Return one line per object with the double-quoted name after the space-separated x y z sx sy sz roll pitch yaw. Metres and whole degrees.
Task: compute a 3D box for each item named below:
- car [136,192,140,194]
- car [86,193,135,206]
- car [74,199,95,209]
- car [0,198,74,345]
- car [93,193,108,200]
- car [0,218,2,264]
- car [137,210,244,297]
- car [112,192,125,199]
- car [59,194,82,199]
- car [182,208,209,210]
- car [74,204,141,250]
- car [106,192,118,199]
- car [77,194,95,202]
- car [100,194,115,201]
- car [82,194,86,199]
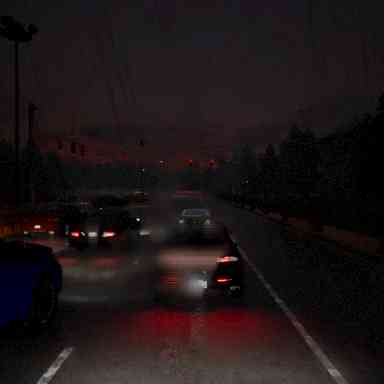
-13.545 0.978 74.491 1.812 1.442 4.674 0 0 0 "car"
-10.134 1.192 41.429 4.902 1.511 2.128 0 1 -45 "car"
-6.831 1.360 17.152 1.882 1.535 5.008 0 0 0 "car"
-3.385 1.205 3.563 2.150 2.045 5.566 0 0 0 "car"
-20.542 0.929 74.950 1.882 1.535 5.008 0 0 0 "car"
-6.876 1.513 8.167 1.994 1.385 4.181 0 0 1 "car"
0.132 1.439 8.417 2.128 1.511 4.902 0 0 0 "car"
-17.026 0.787 77.485 2.097 1.767 4.553 0 0 0 "car"
-20.740 1.072 55.675 1.882 1.535 5.008 0 0 2 "car"
0.186 1.478 17.747 1.895 1.301 4.718 0 0 0 "car"
-3.339 1.455 13.737 2.033 1.411 5.357 0 0 0 "car"
-20.476 0.852 85.169 1.882 1.535 5.008 0 0 0 "car"
-20.621 1.126 65.009 1.895 1.301 4.718 0 0 1 "car"
-17.092 1.071 67.352 1.994 1.385 4.181 0 0 0 "car"
-17.232 1.146 57.376 1.994 1.385 4.181 0 0 1 "car"
